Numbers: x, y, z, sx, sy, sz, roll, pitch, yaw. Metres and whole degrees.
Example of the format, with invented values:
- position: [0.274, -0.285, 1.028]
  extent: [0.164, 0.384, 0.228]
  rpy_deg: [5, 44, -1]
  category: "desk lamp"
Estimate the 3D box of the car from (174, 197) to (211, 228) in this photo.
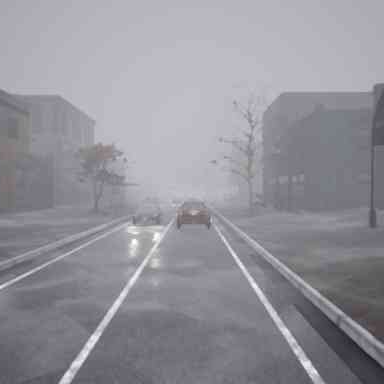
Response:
- position: [0.098, 1.327, 22.018]
  extent: [2.097, 1.767, 4.553]
  rpy_deg: [0, 0, 0]
  category: "car"

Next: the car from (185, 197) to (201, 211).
- position: [0.098, 1.452, 40.438]
  extent: [1.837, 1.490, 4.892]
  rpy_deg: [0, 0, 0]
  category: "car"

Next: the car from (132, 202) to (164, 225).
- position: [-3.108, 1.497, 24.236]
  extent: [1.812, 1.442, 4.674]
  rpy_deg: [0, 0, 0]
  category: "car"

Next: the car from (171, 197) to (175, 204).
- position: [-3.016, 1.709, 65.624]
  extent: [1.994, 1.385, 4.181]
  rpy_deg: [0, 0, 0]
  category: "car"
